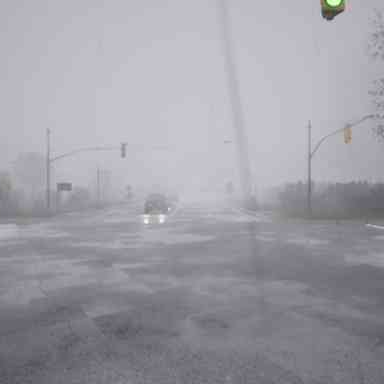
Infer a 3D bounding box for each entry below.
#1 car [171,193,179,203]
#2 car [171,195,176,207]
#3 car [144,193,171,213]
[{"bbox_3d":[-3.780,1.120,67.559,2.150,2.045,5.566,0,0,0],"label":"car"},{"bbox_3d":[-3.788,1.475,47.466,2.033,1.411,5.357,0,0,0],"label":"car"},{"bbox_3d":[-3.746,1.167,35.857,2.150,2.045,5.566,0,0,0],"label":"car"}]
